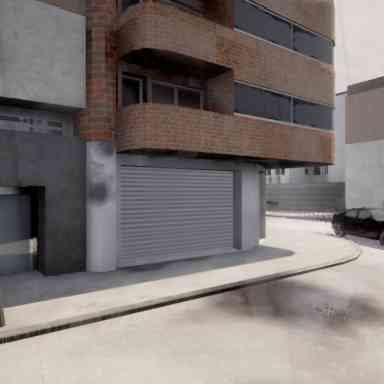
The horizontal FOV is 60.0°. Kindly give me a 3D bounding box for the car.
[{"bbox_3d":[8.414,1.477,15.160,1.882,1.535,5.008,1,0,-8],"label":"car"}]
